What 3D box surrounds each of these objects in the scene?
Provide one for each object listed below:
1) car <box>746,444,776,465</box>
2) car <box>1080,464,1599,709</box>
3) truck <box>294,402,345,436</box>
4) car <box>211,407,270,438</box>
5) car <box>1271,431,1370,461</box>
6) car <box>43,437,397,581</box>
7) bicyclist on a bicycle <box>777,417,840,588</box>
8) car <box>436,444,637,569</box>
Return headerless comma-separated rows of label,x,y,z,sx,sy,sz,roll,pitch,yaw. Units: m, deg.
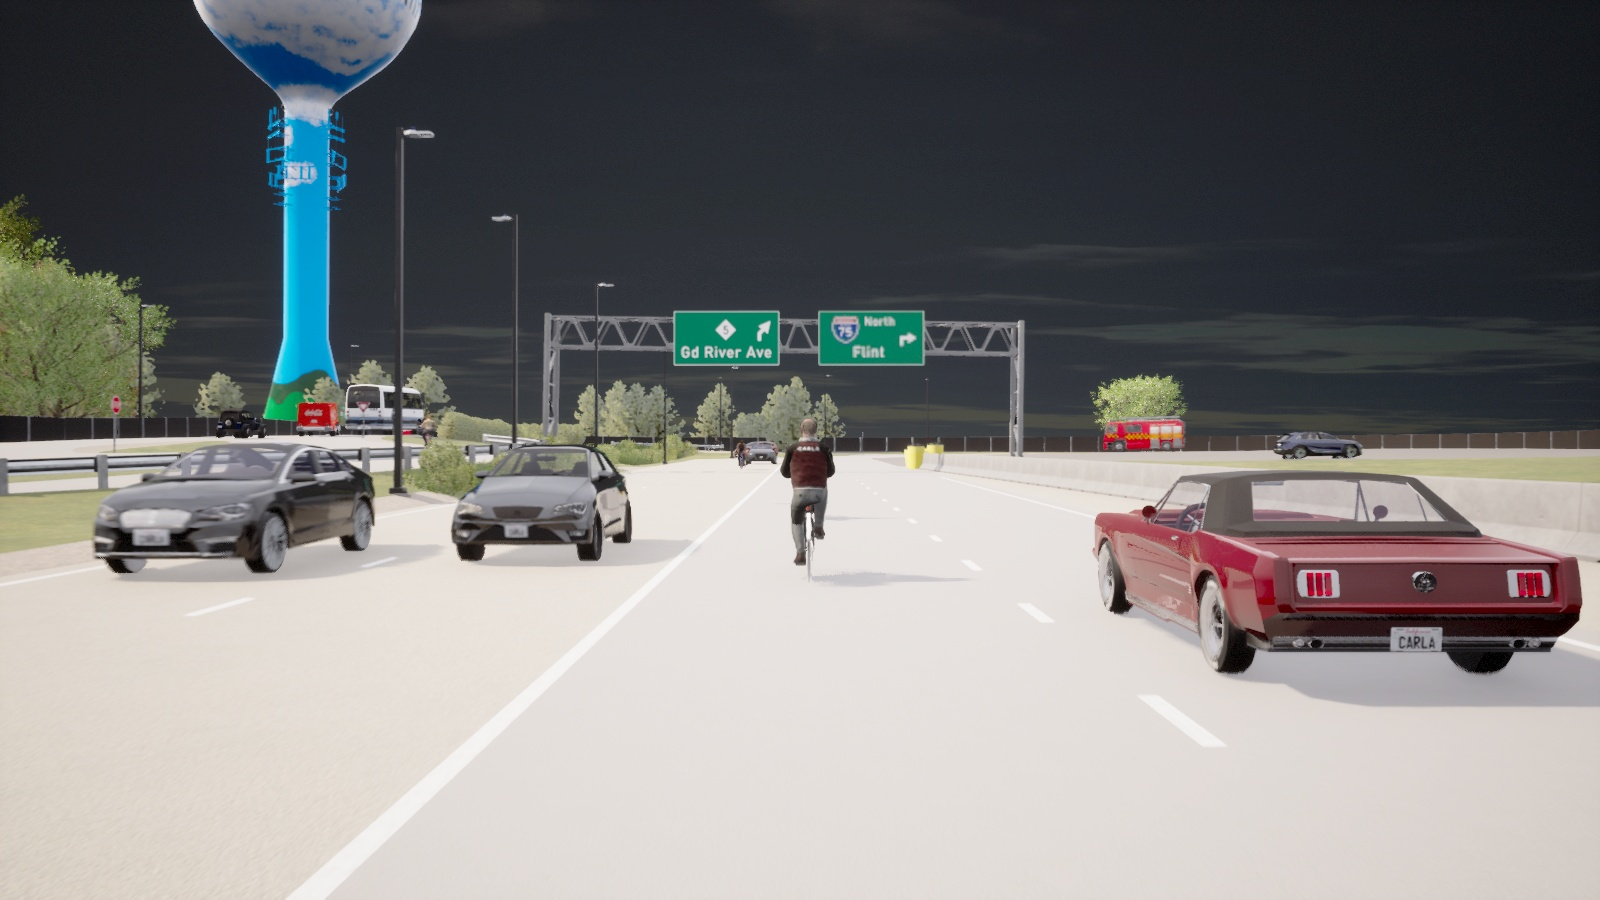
car,-2.595,0.268,84.224,1.994,1.385,4.181,0,0,-1
car,3.569,0.798,9.443,1.895,1.301,4.718,0,0,0
truck,-35.385,-2.306,92.651,2.627,2.467,5.204,0,2,-11
car,-35.806,-1.743,80.436,1.905,1.878,3.866,2,1,2
car,30.049,-0.228,72.615,4.856,1.649,2.033,-1,0,-1
car,-6.895,0.606,15.677,2.128,1.511,4.902,0,0,0
bicyclist on a bicycle,0.096,0.539,14.015,0.659,1.776,1.843,0,1,0
car,-3.388,0.661,16.959,1.816,1.474,4.193,0,0,0
